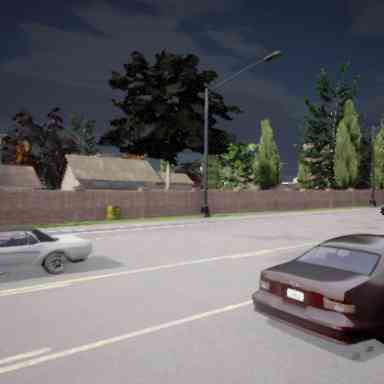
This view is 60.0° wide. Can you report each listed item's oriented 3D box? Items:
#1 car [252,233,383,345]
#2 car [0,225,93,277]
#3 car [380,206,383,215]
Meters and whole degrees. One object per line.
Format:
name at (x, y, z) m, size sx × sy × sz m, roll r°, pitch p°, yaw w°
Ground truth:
car at (3.539, 1.523, 6.277) m, size 5.357 × 1.411 × 2.033 m, roll 0°, pitch 0°, yaw -36°
car at (-5.239, 1.599, 8.855) m, size 4.718 × 1.301 × 1.895 m, roll 0°, pitch 0°, yaw -36°
car at (19.136, 1.437, 30.552) m, size 4.181 × 1.385 × 1.994 m, roll 0°, pitch 0°, yaw -35°
